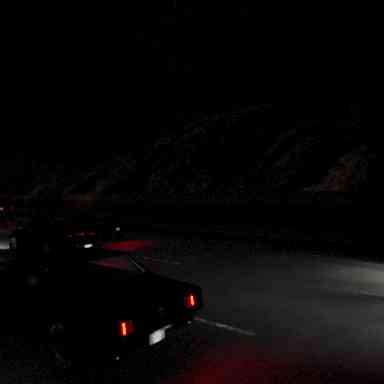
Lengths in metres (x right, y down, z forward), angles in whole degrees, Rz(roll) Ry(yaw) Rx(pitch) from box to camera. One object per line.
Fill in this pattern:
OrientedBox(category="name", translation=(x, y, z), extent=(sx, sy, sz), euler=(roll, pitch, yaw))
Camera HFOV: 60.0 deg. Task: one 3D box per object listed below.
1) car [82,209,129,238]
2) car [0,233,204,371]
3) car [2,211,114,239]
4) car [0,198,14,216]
OrientedBox(category="car", translation=(-5.399, 1.659, 17.654), extent=(5.008, 1.535, 1.882), euler=(-1, -1, 42))
OrientedBox(category="car", translation=(-2.214, 1.663, 5.799), extent=(4.718, 1.301, 1.895), euler=(-1, -1, 38))
OrientedBox(category="car", translation=(-5.379, 1.647, 12.971), extent=(4.892, 1.490, 1.837), euler=(-1, 0, 41))
OrientedBox(category="car", translation=(-18.341, 1.602, 31.199), extent=(2.150, 2.045, 5.566), euler=(0, -1, -40))
